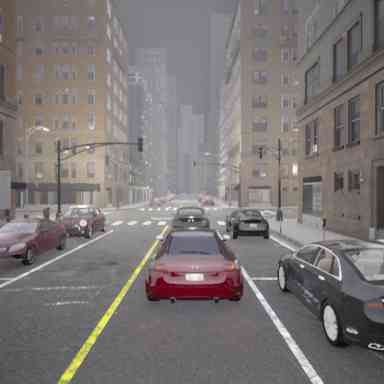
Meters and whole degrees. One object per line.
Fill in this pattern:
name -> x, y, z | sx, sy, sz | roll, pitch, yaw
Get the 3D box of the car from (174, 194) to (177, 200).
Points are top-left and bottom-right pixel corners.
car -> -6.072, 1.456, 92.037 | 2.192, 1.841, 5.009 | 0, 0, 0

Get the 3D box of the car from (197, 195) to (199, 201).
car -> 2.555, 1.606, 65.028 | 2.008, 1.369, 4.403 | 0, 0, 0

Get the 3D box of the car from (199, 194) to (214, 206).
car -> 2.594, 1.476, 54.211 | 1.967, 1.590, 4.097 | 0, 0, 0

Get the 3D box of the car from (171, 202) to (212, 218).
car -> -0.047, 1.506, 17.250 | 1.837, 1.490, 4.892 | 0, 0, 1

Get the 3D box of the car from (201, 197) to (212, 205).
car -> 2.574, 1.570, 59.790 | 1.752, 1.417, 4.829 | 0, 0, 0

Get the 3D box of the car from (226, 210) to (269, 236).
car -> 2.765, 1.566, 17.121 | 1.947, 1.339, 4.313 | 0, 0, 0

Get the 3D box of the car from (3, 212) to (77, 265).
car -> -5.730, 1.582, 11.573 | 1.802, 1.307, 4.206 | 0, 0, 0

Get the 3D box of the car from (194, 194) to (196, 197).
car -> 2.453, 1.456, 92.074 | 2.192, 1.841, 5.009 | 0, 0, 0

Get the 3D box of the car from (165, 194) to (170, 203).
car -> -5.970, 1.606, 64.993 | 2.008, 1.369, 4.403 | 0, 0, 0

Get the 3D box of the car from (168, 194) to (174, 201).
car -> -6.030, 1.625, 81.049 | 1.752, 1.417, 4.829 | 0, 0, 0

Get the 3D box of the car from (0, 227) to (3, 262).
car -> -5.699, 1.566, 6.072 | 1.947, 1.339, 4.313 | 0, 0, 0

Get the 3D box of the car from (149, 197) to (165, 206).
car -> -5.930, 1.617, 54.177 | 1.802, 1.307, 4.206 | 0, 0, 0

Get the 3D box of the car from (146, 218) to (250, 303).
car -> 0.037, 1.564, 8.242 | 1.994, 1.385, 4.181 | 0, 0, 0

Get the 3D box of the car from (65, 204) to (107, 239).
car -> -5.760, 1.441, 17.074 | 1.967, 1.590, 4.097 | 0, 0, 0

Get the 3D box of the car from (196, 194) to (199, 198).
car -> 2.514, 1.523, 75.846 | 1.967, 1.590, 4.097 | 0, 0, 0

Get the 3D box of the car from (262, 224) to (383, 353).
car -> 2.826, 1.551, 6.119 | 2.008, 1.369, 4.403 | 0, 0, 0
